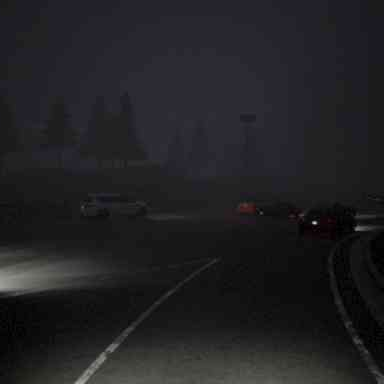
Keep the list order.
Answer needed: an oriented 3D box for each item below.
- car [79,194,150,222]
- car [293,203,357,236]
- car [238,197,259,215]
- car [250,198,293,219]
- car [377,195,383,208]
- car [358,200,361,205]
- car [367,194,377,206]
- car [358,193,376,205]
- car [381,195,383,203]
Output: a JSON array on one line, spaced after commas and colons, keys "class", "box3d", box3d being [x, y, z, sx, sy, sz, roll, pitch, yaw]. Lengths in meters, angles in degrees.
[{"class": "car", "box3d": [-5.980, 1.186, 26.020, 5.566, 2.045, 2.150, 0, 0, -41]}, {"class": "car", "box3d": [7.499, 1.539, 18.324, 1.994, 1.385, 4.181, 0, 0, 40]}, {"class": "car", "box3d": [6.543, 1.309, 32.138, 4.553, 1.767, 2.097, 0, 0, -41]}, {"class": "car", "box3d": [7.337, 1.488, 28.211, 4.674, 1.442, 1.812, 0, 0, -41]}, {"class": "car", "box3d": [27.884, 1.430, 45.802, 4.902, 1.511, 2.128, 0, 0, -41]}, {"class": "car", "box3d": [11.652, 1.564, 27.296, 4.718, 1.301, 1.895, 0, 0, -41]}, {"class": "car", "box3d": [29.933, 1.419, 52.165, 4.902, 1.511, 2.128, 0, 0, -41]}, {"class": "car", "box3d": [30.964, 1.143, 57.786, 5.566, 2.045, 2.150, 0, 0, -41]}, {"class": "car", "box3d": [38.856, 1.270, 64.543, 4.902, 1.511, 2.128, 0, 0, -41]}]
